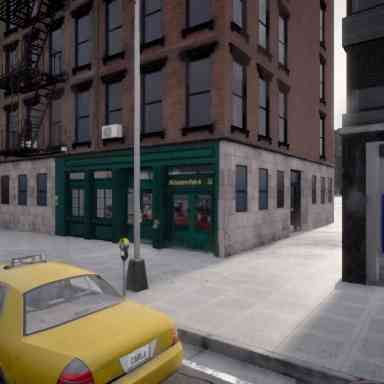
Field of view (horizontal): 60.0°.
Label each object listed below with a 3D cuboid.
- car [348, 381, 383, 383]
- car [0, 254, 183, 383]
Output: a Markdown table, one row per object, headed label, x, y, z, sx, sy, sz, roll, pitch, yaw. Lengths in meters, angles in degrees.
| label | x | y | z | sx | sy | sz | roll | pitch | yaw |
| --- | --- | --- | --- | --- | --- | --- | --- | --- | --- |
| car | 2.381 | 1.582 | 1.109 | 4.206 | 1.307 | 1.802 | 0 | 0 | 35 |
| car | -2.384 | 1.525 | 4.507 | 4.829 | 1.417 | 1.752 | 0 | 0 | 35 |
